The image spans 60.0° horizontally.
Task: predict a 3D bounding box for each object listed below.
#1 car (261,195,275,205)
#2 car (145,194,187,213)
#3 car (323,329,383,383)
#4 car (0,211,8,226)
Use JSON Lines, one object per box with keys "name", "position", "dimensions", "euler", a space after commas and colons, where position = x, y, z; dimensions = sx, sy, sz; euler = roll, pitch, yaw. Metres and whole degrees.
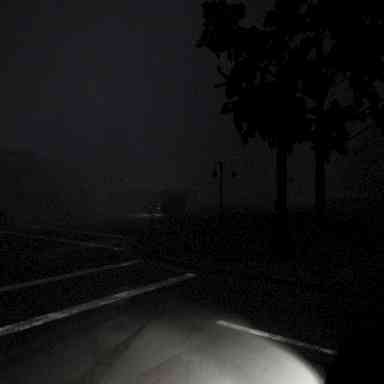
{"name": "car", "position": [13.855, 1.381, 60.762], "dimensions": [2.097, 1.767, 4.553], "euler": [0, 0, 7]}
{"name": "car", "position": [-2.810, 1.257, 37.351], "dimensions": [2.150, 2.045, 5.566], "euler": [0, 0, 35]}
{"name": "car", "position": [2.911, 1.562, 1.896], "dimensions": [4.181, 1.385, 1.994], "euler": [0, 0, 36]}
{"name": "car", "position": [-14.391, 1.584, 21.705], "dimensions": [1.994, 1.385, 4.181], "euler": [0, 0, 44]}
